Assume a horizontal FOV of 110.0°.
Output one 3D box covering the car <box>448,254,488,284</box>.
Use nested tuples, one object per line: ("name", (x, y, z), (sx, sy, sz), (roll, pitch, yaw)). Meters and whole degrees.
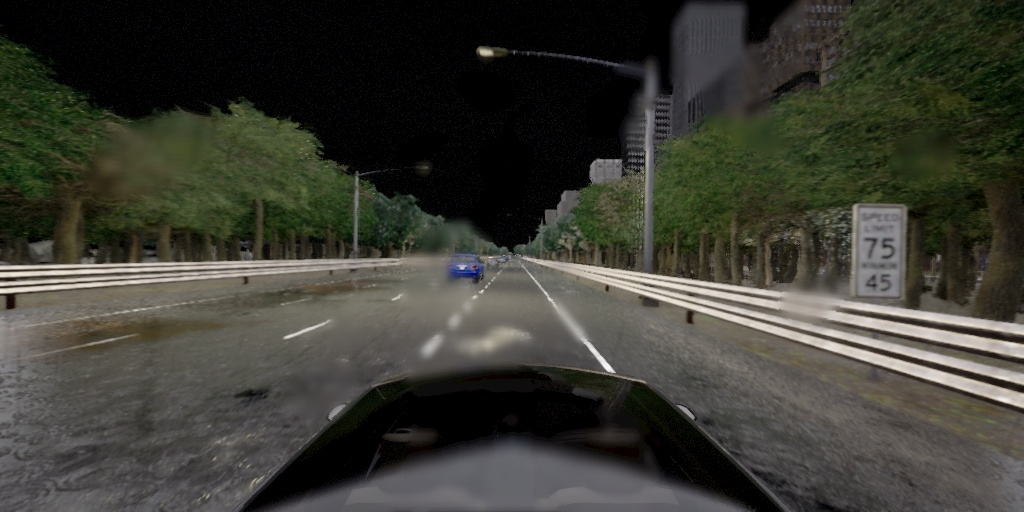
("car", (-3.349, 0.910, 26.919), (2.150, 2.045, 5.566), (1, 0, 0))

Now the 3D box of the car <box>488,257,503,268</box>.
("car", (-3.124, 1.206, 60.024), (2.128, 1.511, 4.902), (1, 0, 0))
